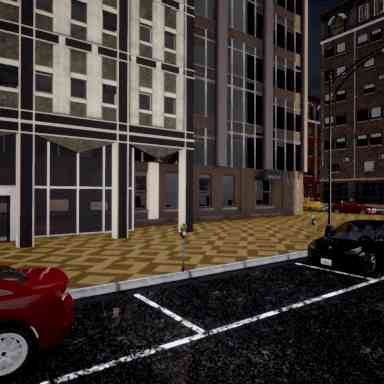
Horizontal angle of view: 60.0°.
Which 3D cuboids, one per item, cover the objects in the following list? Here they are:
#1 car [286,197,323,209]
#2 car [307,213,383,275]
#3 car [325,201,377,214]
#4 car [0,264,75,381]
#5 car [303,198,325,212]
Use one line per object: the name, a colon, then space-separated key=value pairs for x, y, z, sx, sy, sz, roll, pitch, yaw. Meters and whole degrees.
car: x=15.625 y=1.500 z=46.401 sx=1.752 sy=1.417 sz=4.829 roll=0 pitch=0 yaw=-36
car: x=5.494 y=1.567 z=10.497 sx=4.313 sy=1.339 sz=1.947 roll=0 pitch=0 yaw=-36
car: x=15.538 y=1.535 z=32.174 sx=1.802 sy=1.307 sz=4.206 roll=0 pitch=0 yaw=-36
car: x=-3.756 y=1.545 z=3.874 sx=4.507 sy=1.381 sz=1.887 roll=0 pitch=0 yaw=-36
car: x=12.331 y=1.468 z=36.633 sx=1.752 sy=1.417 sz=4.829 roll=0 pitch=0 yaw=-36
